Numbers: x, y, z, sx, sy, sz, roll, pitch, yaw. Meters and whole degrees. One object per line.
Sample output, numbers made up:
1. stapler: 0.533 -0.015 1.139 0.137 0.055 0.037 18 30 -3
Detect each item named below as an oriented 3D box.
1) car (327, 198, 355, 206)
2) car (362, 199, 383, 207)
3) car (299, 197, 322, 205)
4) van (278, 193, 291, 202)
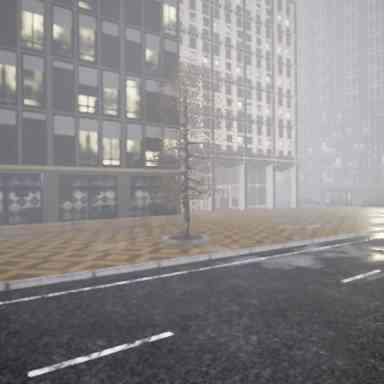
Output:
1. car: 23.727 1.629 53.066 1.802 1.307 4.206 0 1 -36
2. car: 27.053 1.652 48.454 1.947 1.339 4.313 0 1 -36
3. car: 20.435 1.573 57.699 1.947 1.339 4.313 0 1 -36
4. van: 20.581 1.164 71.848 1.690 1.788 3.998 0 1 -36
